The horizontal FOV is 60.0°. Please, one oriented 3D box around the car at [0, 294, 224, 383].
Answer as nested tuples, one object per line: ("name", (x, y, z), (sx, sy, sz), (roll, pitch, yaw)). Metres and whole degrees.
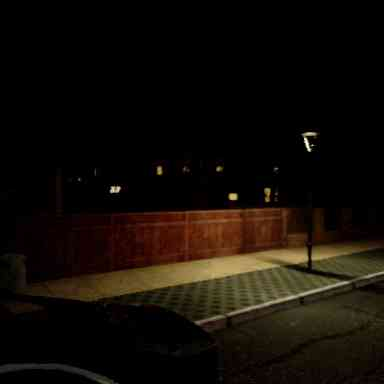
("car", (-1.979, 1.484, 1.662), (4.902, 1.511, 2.128), (1, 0, -35))
